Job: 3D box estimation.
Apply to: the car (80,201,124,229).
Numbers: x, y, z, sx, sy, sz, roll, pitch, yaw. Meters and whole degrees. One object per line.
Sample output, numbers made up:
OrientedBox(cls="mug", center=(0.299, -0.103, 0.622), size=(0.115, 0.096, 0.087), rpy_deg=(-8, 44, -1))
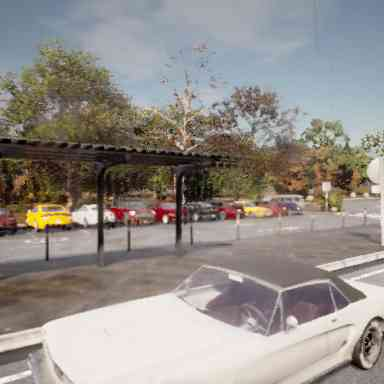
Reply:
OrientedBox(cls="car", center=(-6.577, 1.541, 22.022), size=(2.002, 1.452, 4.674), rpy_deg=(0, 0, -36))

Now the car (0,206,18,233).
OrientedBox(cls="car", center=(-11.092, 1.534, 18.789), size=(2.002, 1.452, 4.674), rpy_deg=(0, 0, -36))

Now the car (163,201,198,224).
OrientedBox(cls="car", center=(-2.067, 1.509, 25.259), size=(2.097, 1.535, 5.008), rpy_deg=(0, 0, -36))

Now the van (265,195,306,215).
OrientedBox(cls="van", center=(9.288, 1.307, 33.234), size=(1.878, 1.987, 4.442), rpy_deg=(0, 0, -36))

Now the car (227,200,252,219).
OrientedBox(cls="car", center=(2.432, 1.547, 28.508), size=(2.163, 1.488, 4.792), rpy_deg=(0, 0, -36))

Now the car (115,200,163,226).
OrientedBox(cls="car", center=(-4.340, 1.379, 23.665), size=(2.185, 1.767, 4.553), rpy_deg=(0, 0, -36))

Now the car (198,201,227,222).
OrientedBox(cls="car", center=(0.196, 1.514, 26.864), size=(2.231, 1.521, 4.892), rpy_deg=(0, 0, -36))

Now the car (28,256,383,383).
OrientedBox(cls="car", center=(0.641, 1.599, 4.133), size=(4.718, 1.301, 1.895), rpy_deg=(0, 0, -36))

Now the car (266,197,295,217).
OrientedBox(cls="car", center=(6.947, 1.557, 31.739), size=(2.163, 1.488, 4.792), rpy_deg=(0, 0, -36))

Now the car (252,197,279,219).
OrientedBox(cls="car", center=(4.813, 1.520, 29.947), size=(1.946, 1.575, 5.366), rpy_deg=(0, 0, -36))

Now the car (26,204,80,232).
OrientedBox(cls="car", center=(-8.832, 1.497, 20.404), size=(2.097, 1.535, 5.008), rpy_deg=(0, 0, -36))
